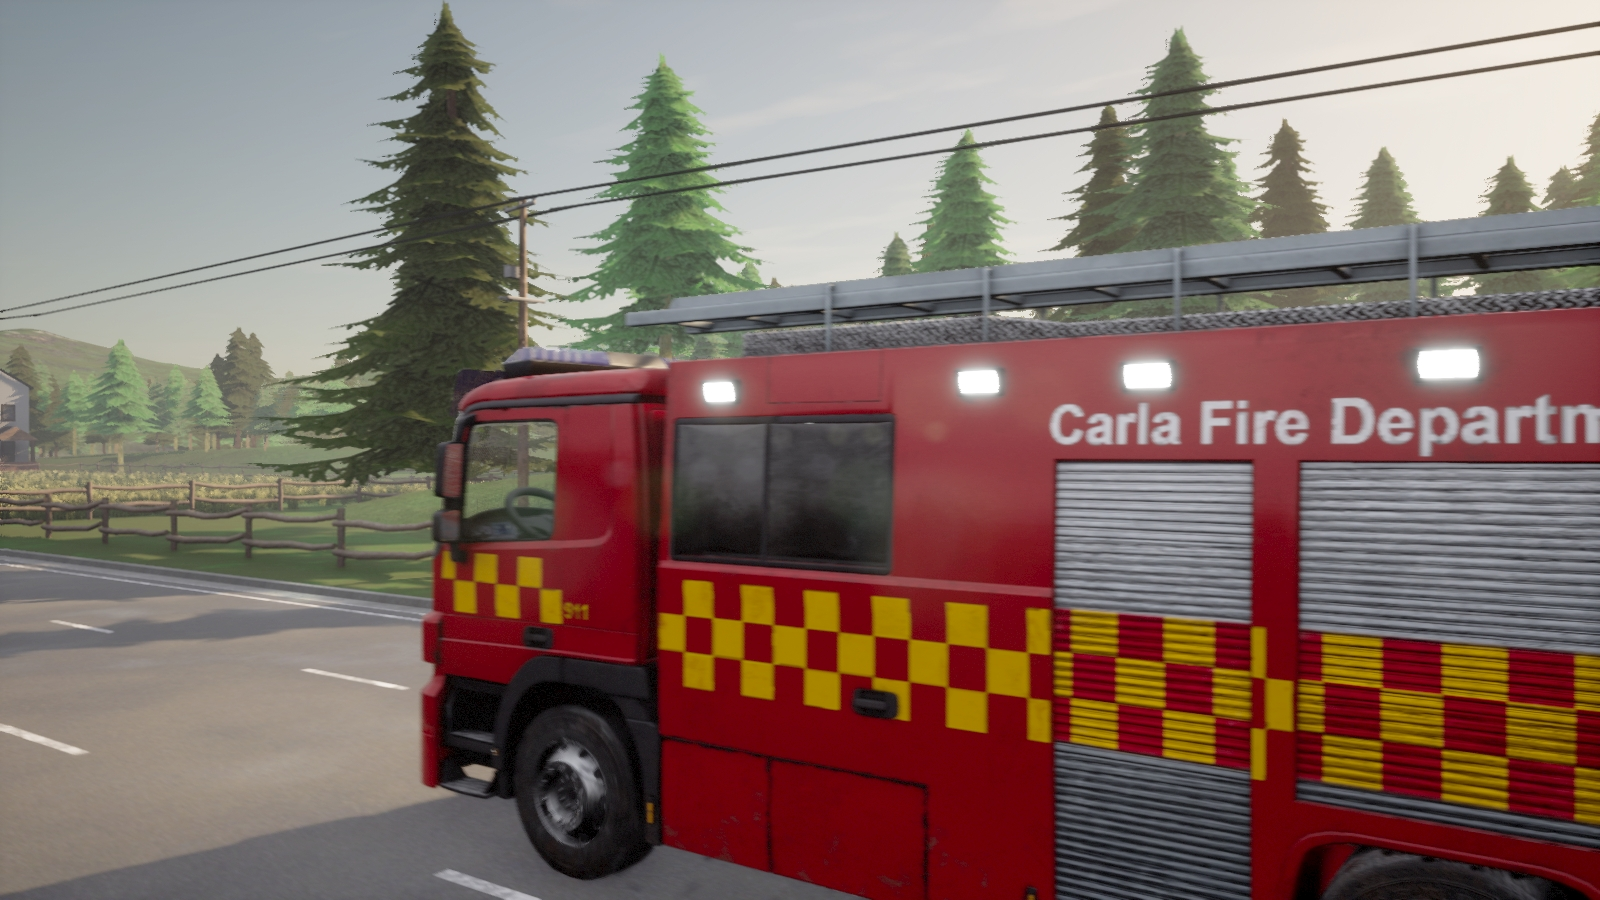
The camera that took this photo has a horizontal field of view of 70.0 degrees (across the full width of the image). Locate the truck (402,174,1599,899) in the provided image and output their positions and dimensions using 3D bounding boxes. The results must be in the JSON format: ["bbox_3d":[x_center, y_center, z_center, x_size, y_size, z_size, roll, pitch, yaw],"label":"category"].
[{"bbox_3d":[1.393,0.893,7.091,8.468,3.827,2.891,0,0,35],"label":"truck"}]
